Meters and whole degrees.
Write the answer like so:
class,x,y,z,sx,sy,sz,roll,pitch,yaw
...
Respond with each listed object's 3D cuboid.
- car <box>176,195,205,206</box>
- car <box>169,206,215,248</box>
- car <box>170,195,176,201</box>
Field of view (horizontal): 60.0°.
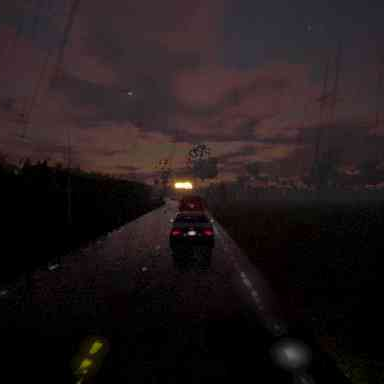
class,x,y,z,sx,sy,sz,roll,pitch,yaw
car,0.000,1.240,29.660,2.150,2.045,5.566,0,0,0
car,0.000,1.555,14.631,2.033,1.411,5.357,0,0,0
car,-3.997,1.340,75.739,1.882,1.535,5.008,0,0,-6
